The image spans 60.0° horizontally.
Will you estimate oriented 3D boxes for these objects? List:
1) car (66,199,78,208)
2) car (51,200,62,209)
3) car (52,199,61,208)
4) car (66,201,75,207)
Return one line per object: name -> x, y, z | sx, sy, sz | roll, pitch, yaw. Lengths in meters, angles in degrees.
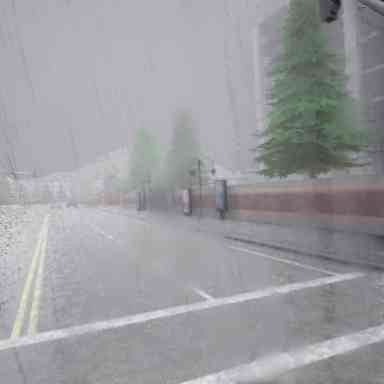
car -> -28.849, 2.756, 80.250 | 2.150, 2.045, 5.566 | -3, 0, -23
car -> -32.053, 2.882, 78.858 | 2.150, 2.045, 5.566 | -3, 0, -23
car -> -36.127, 3.040, 88.443 | 2.150, 2.045, 5.566 | -3, 0, -23
car -> -32.881, 3.195, 89.784 | 1.994, 1.385, 4.181 | -3, 0, -23
